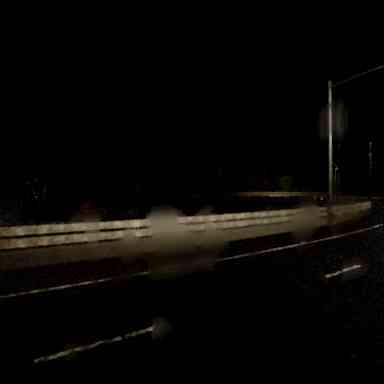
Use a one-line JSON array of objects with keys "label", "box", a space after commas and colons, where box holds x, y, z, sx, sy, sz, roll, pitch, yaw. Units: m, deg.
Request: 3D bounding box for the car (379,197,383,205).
[{"label": "car", "box": [35.795, 1.718, 60.380, 2.128, 1.511, 4.902, 0, 0, 17]}]

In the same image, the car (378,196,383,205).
[{"label": "car", "box": [36.110, 1.529, 61.429, 1.837, 1.490, 4.892, 0, 0, 15]}]
